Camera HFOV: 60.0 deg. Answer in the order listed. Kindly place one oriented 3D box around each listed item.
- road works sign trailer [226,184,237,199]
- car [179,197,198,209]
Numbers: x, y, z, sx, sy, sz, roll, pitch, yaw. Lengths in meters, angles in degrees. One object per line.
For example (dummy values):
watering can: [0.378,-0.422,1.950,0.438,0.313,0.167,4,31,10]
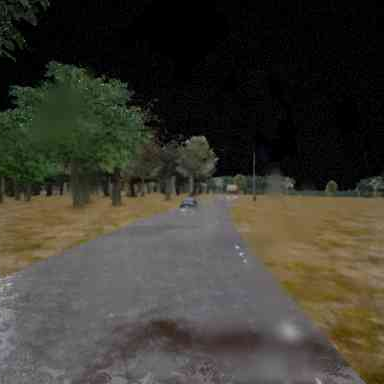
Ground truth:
road works sign trailer: [9.228,-0.046,77.203,2.380,3.560,2.880,0,0,10]
car: [-0.322,1.326,41.679,2.033,1.411,5.357,0,0,7]
